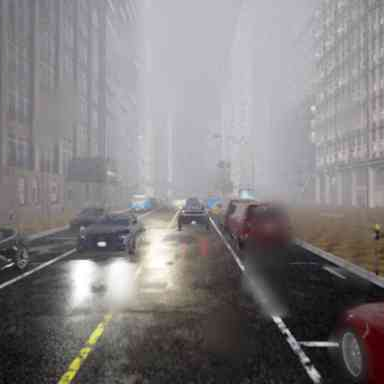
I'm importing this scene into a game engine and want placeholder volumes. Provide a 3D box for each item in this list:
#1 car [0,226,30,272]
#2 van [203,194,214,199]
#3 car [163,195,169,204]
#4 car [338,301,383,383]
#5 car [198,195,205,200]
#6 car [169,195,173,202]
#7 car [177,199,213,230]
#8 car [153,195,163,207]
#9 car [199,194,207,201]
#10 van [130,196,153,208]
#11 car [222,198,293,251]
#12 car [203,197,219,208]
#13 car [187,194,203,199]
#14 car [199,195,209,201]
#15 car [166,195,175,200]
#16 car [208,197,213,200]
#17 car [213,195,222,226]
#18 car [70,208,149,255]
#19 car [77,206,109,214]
[{"bbox_3d":[-5.686,1.550,8.253,1.947,1.339,4.313,0,0,0],"label":"car"},{"bbox_3d":[2.694,1.264,42.368,1.690,1.788,3.998,0,0,0],"label":"van"},{"bbox_3d":[-5.690,1.444,59.455,2.008,1.369,4.403,0,0,0],"label":"car"},{"bbox_3d":[2.696,1.577,2.546,1.802,1.307,4.206,0,0,0],"label":"car"},{"bbox_3d":[2.687,1.422,93.569,1.802,1.307,4.206,0,0,0],"label":"car"},{"bbox_3d":[-5.690,1.315,70.834,1.967,1.590,4.097,0,0,0],"label":"car"},{"bbox_3d":[0.093,1.454,20.697,2.128,1.511,4.902,0,0,0],"label":"car"},{"bbox_3d":[-5.689,1.479,48.078,1.947,1.339,4.313,0,0,0],"label":"car"},{"bbox_3d":[2.689,1.297,82.190,1.967,1.590,4.097,0,0,0],"label":"car"},{"bbox_3d":[-5.686,1.274,36.698,1.690,1.788,3.998,0,0,0],"label":"van"},{"bbox_3d":[2.697,1.289,13.923,2.192,1.841,5.009,0,0,0],"label":"car"},{"bbox_3d":[2.692,1.464,48.057,2.008,1.369,4.403,0,0,0],"label":"car"},{"bbox_3d":[0.096,1.395,45.562,1.882,1.535,5.008,0,0,0],"label":"car"},{"bbox_3d":[2.689,1.417,76.502,2.008,1.369,4.403,0,0,0],"label":"car"},{"bbox_3d":[-5.693,1.393,87.901,1.887,1.381,4.507,0,0,0],"label":"car"},{"bbox_3d":[2.694,1.468,31.160,1.752,1.417,4.829,0,0,0],"label":"car"},{"bbox_3d":[2.696,1.279,19.612,2.192,1.841,5.009,0,0,0],"label":"car"},{"bbox_3d":[-3.010,1.540,13.089,1.994,1.385,4.181,0,0,0],"label":"car"},{"bbox_3d":[-5.686,1.529,19.632,1.947,1.339,4.313,0,0,0],"label":"car"}]
